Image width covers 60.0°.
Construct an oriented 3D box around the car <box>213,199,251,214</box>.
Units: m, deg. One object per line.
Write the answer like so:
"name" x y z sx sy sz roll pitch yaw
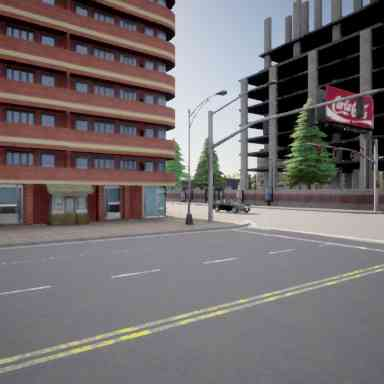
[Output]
"car" 4.201 1.491 35.892 2.128 1.511 4.902 0 0 -35
